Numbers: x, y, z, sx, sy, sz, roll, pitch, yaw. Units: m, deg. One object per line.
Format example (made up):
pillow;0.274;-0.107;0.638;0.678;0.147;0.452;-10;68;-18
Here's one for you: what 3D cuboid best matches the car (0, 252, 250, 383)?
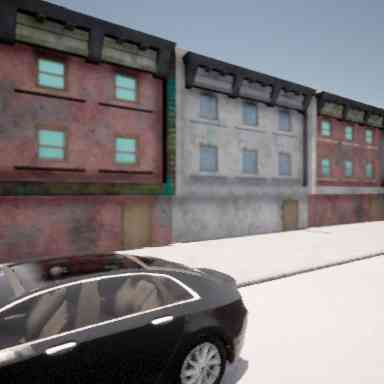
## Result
car;-1.545;1.505;3.497;4.892;1.490;1.837;0;0;-35
